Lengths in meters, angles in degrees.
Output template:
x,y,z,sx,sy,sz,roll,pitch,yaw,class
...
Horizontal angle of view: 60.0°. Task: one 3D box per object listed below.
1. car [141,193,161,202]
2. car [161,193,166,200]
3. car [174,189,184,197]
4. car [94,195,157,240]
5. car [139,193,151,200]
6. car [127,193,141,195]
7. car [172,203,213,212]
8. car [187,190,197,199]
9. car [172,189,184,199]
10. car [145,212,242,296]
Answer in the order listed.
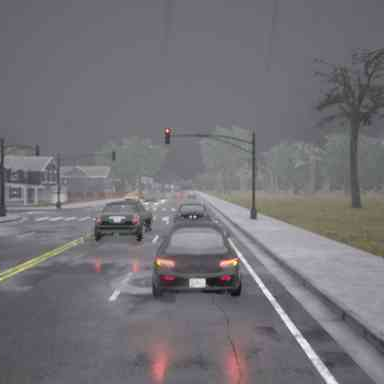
x,y,z,sx,sy,sz,roll,pitch,yaw,class
-6.584,1.009,54.020,1.837,1.490,4.892,0,0,0,car
-6.515,0.881,69.351,2.128,1.511,4.902,0,1,0,car
-3.268,0.280,85.059,2.150,2.045,5.566,0,1,0,car
-3.154,1.208,16.151,2.097,1.767,4.553,0,1,0,car
-9.765,0.910,69.185,1.994,1.385,4.181,0,1,0,car
-9.833,0.984,53.802,1.882,1.535,5.008,0,1,0,car
0.030,1.350,17.421,1.837,1.490,4.892,0,1,1,car
-0.016,0.847,75.030,1.994,1.385,4.181,0,1,0,car
-3.266,0.650,74.998,2.097,1.767,4.553,0,1,0,car
0.098,1.451,8.291,1.812,1.442,4.674,0,1,0,car
